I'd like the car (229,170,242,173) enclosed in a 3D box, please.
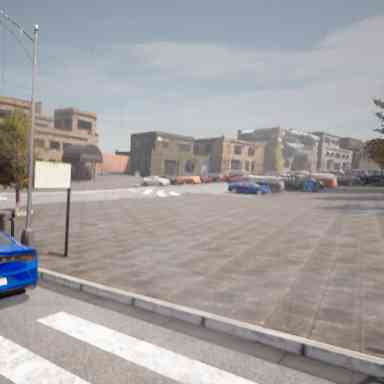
[{"bbox_3d":[5.797,-2.615,59.918,5.008,1.535,2.097,2,5,30],"label":"car"}]

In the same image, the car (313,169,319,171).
[{"bbox_3d":[26.169,-4.377,76.671,4.553,1.767,2.185,2,6,31],"label":"car"}]

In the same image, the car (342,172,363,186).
[{"bbox_3d":[23.148,-1.758,51.443,4.892,1.521,2.231,4,8,31],"label":"car"}]

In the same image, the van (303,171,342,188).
[{"bbox_3d":[18.527,-1.613,47.663,4.442,1.987,1.878,4,7,32],"label":"van"}]

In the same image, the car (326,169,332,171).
[{"bbox_3d":[30.702,-4.721,80.379,4.553,1.767,2.185,2,6,31],"label":"car"}]

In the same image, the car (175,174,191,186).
[{"bbox_3d":[-3.219,-1.846,52.362,4.792,1.488,2.163,2,5,30],"label":"car"}]

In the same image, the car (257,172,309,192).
[{"bbox_3d":[11.307,-1.104,42.206,5.566,2.045,2.435,4,8,32],"label":"car"}]

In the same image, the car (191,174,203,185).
[{"bbox_3d":[-0.962,-2.185,54.229,4.553,1.767,2.185,2,6,30],"label":"car"}]

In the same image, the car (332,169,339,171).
[{"bbox_3d":[32.955,-4.762,82.258,5.008,1.535,2.097,3,6,31],"label":"car"}]

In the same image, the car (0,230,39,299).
[{"bbox_3d":[-5.399,1.401,7.366,5.008,1.535,1.882,1,1,36],"label":"car"}]

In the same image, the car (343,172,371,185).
[{"bbox_3d":[25.521,-1.913,53.305,4.792,1.488,2.163,4,7,31],"label":"car"}]

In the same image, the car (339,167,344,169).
[{"bbox_3d":[35.216,-4.918,84.118,5.008,1.535,2.097,3,5,31],"label":"car"}]

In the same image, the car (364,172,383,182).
[{"bbox_3d":[34.675,-2.701,60.952,5.366,1.575,1.946,4,7,30],"label":"car"}]

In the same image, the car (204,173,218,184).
[{"bbox_3d":[1.249,-2.217,56.160,4.792,1.488,2.163,2,6,30],"label":"car"}]

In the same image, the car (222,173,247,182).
[{"bbox_3d":[7.696,-1.918,54.126,4.718,1.301,1.895,-4,7,-32],"label":"car"}]

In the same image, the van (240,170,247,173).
[{"bbox_3d":[7.956,-3.027,61.828,4.442,1.987,1.878,2,6,30],"label":"van"}]

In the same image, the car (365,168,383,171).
[{"bbox_3d":[32.549,-2.748,58.927,5.566,2.045,2.435,4,7,30],"label":"car"}]

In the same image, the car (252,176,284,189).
[{"bbox_3d":[10.793,-1.391,47.655,1.837,1.490,4.892,-3,6,-27],"label":"car"}]

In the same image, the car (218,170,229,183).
[{"bbox_3d":[3.561,-2.553,57.999,4.553,1.767,2.185,2,6,30],"label":"car"}]

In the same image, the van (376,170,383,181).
[{"bbox_3d":[37.252,-3.089,62.675,4.442,1.987,1.878,4,7,30],"label":"van"}]

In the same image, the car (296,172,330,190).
[{"bbox_3d":[16.036,-1.341,45.906,4.553,1.767,2.185,4,7,32],"label":"car"}]

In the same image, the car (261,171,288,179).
[{"bbox_3d":[17.088,-3.529,69.268,5.008,1.535,2.097,2,5,30],"label":"car"}]

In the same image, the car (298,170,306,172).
[{"bbox_3d":[21.620,-3.890,72.977,4.892,1.521,2.231,2,6,30],"label":"car"}]

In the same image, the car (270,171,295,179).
[{"bbox_3d":[19.357,-3.709,71.121,4.892,1.521,2.231,2,6,30],"label":"car"}]

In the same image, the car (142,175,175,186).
[{"bbox_3d":[-5.506,-1.652,50.488,4.674,1.452,2.002,2,5,30],"label":"car"}]

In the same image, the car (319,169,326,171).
[{"bbox_3d":[28.414,-4.389,78.567,4.674,1.452,2.002,2,5,31],"label":"car"}]

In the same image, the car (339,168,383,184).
[{"bbox_3d":[27.878,-2.377,55.150,5.566,2.045,2.435,4,7,31],"label":"car"}]

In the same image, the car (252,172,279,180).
[{"bbox_3d":[14.858,-3.315,67.383,4.792,1.488,2.163,2,6,30],"label":"car"}]

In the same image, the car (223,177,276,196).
[{"bbox_3d":[6.605,-0.491,38.549,5.008,1.535,2.097,4,7,32],"label":"car"}]

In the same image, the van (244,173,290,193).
[{"bbox_3d":[9.072,-0.889,40.300,4.442,1.987,1.878,4,7,32],"label":"van"}]
